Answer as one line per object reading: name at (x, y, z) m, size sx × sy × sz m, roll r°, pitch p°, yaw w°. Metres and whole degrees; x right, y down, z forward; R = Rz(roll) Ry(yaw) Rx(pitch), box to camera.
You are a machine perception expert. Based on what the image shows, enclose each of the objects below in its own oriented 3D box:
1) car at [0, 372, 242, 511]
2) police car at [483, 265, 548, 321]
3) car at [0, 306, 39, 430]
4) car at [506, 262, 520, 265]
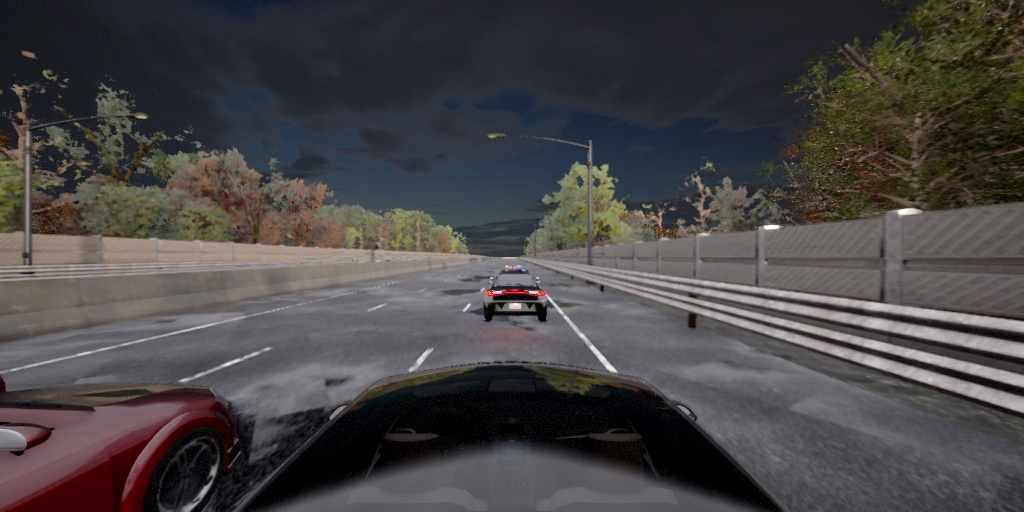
car at (-3.401, 1.314, 1.455) m, size 1.994 × 1.385 × 4.181 m, roll 0°, pitch 0°, yaw 0°
police car at (0.100, 1.257, 12.648) m, size 2.038 × 1.542 × 4.974 m, roll 0°, pitch 0°, yaw 0°
car at (-6.902, 1.315, 2.383) m, size 1.994 × 1.385 × 4.181 m, roll 0°, pitch 0°, yaw 0°
car at (0.104, 1.363, 44.302) m, size 1.895 × 1.301 × 4.718 m, roll 0°, pitch 0°, yaw 0°
